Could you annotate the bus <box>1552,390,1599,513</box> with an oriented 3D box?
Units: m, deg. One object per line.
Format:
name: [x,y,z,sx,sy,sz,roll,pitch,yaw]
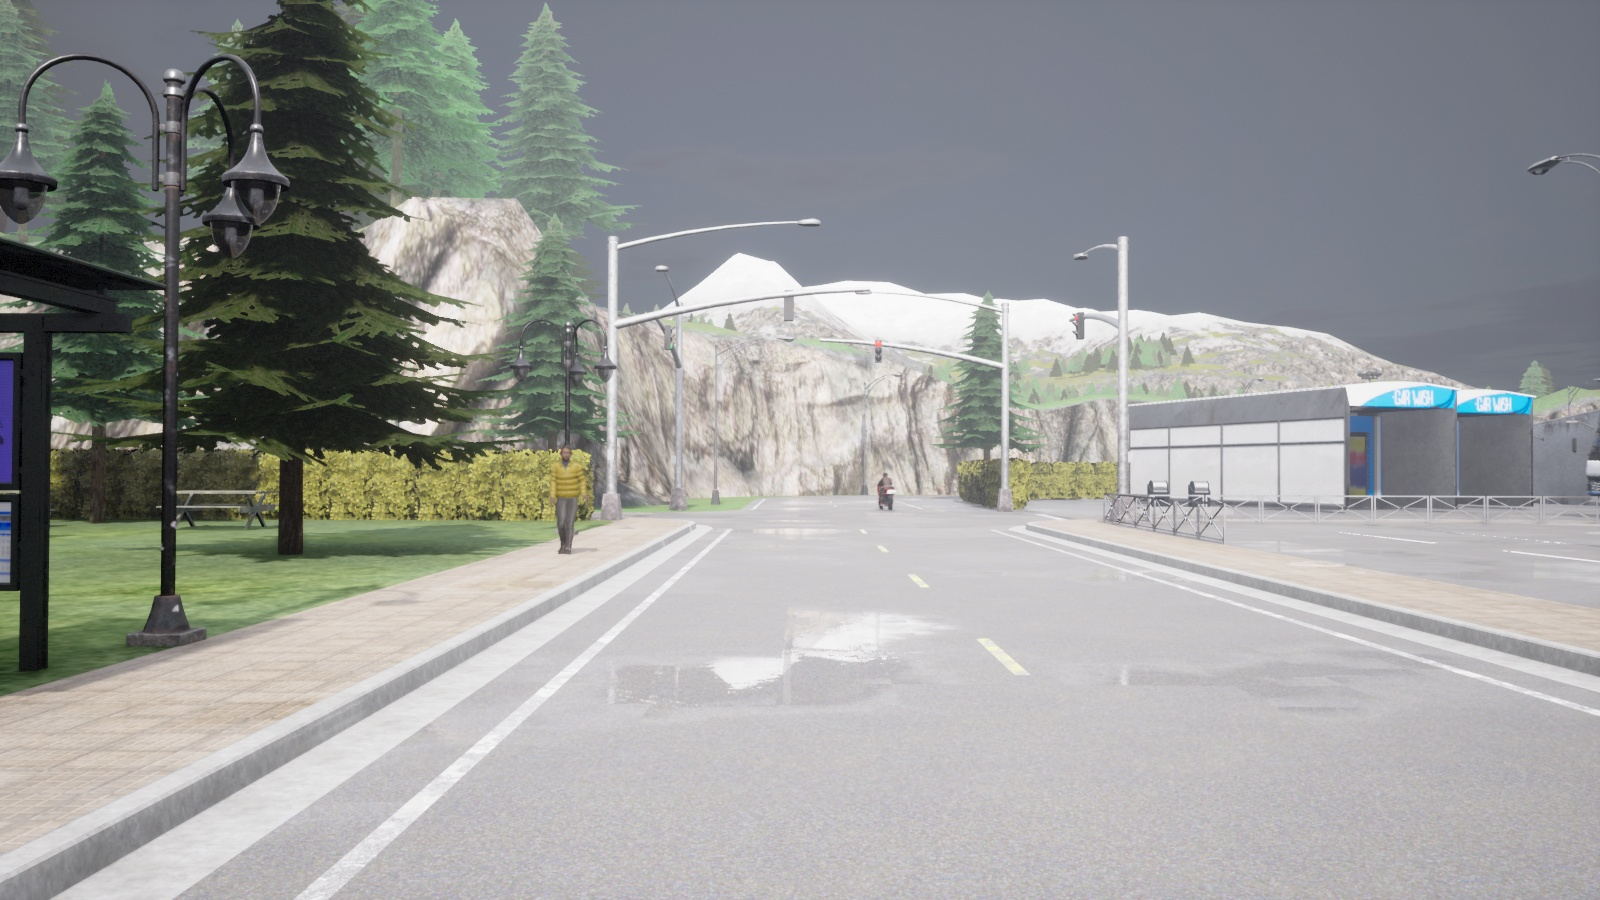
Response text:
bus: [32.719,0.045,44.028,10.273,4.253,3.944,0,-1,1]

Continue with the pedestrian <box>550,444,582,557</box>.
pedestrian: [-3.871,0.834,20.816,0.431,1.840,0.709,0,-1,-2]

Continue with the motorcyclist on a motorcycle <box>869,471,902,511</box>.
motorcyclist on a motorcycle: [3.384,1.619,49.877,0.797,1.523,2.044,1,-1,-9]
